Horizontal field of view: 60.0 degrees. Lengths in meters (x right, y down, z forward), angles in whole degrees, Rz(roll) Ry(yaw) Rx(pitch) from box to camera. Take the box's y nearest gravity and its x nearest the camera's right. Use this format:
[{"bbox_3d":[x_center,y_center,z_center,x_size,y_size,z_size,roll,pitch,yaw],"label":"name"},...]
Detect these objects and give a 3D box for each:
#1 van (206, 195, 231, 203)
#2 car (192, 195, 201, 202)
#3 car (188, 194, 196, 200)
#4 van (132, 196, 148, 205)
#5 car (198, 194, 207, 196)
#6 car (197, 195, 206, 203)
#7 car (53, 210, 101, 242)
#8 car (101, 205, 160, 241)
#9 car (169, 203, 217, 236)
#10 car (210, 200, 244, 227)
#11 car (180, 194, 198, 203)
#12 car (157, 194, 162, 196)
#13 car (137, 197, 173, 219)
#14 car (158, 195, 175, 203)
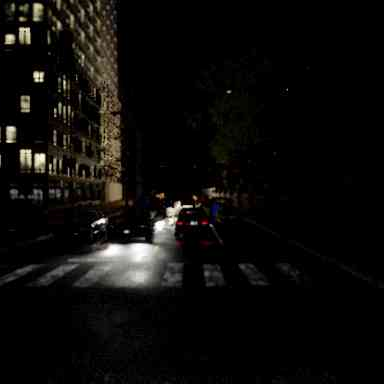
[{"bbox_3d":[2.355,1.321,27.858,1.690,1.788,3.998,0,0,-1],"label":"van"},{"bbox_3d":[0.983,1.468,77.930,1.752,1.417,4.829,0,0,-2],"label":"car"},{"bbox_3d":[-0.002,1.387,92.481,1.801,1.575,5.366,0,0,-3],"label":"car"},{"bbox_3d":[-5.858,1.372,38.689,1.690,1.788,3.998,0,0,-1],"label":"van"},{"bbox_3d":[1.757,1.277,55.582,2.192,1.841,5.009,0,0,-2],"label":"car"},{"bbox_3d":[2.042,1.496,44.658,1.752,1.417,4.829,0,0,-1],"label":"car"},{"bbox_3d":[-5.392,1.592,16.509,2.008,1.369,4.403,0,0,0],"label":"car"},{"bbox_3d":[-2.936,1.587,16.874,1.994,1.385,4.181,0,0,-1],"label":"car"},{"bbox_3d":[0.000,1.550,18.372,2.033,1.411,5.357,0,0,-1],"label":"car"},{"bbox_3d":[2.427,1.508,22.484,1.752,1.417,4.829,0,0,-1],"label":"car"},{"bbox_3d":[-0.592,1.338,47.600,2.097,1.767,4.553,0,0,-1],"label":"car"},{"bbox_3d":[-6.262,1.564,55.327,1.887,1.381,4.507,0,0,-2],"label":"car"},{"bbox_3d":[-3.074,1.510,28.706,2.128,1.511,4.902,0,0,-1],"label":"car"},{"bbox_3d":[-3.348,1.486,45.148,1.882,1.535,5.008,0,0,-1],"label":"car"}]
